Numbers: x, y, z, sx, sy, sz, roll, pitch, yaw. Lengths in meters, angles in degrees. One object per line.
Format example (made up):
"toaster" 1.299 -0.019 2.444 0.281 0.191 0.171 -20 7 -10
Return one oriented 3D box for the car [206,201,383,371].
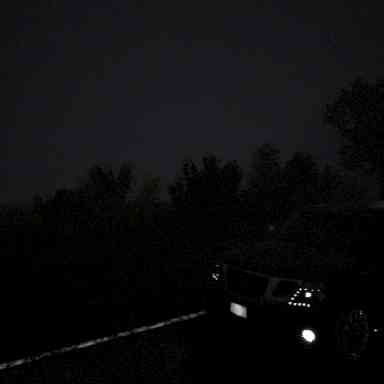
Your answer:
"car" 2.869 1.210 6.034 5.566 2.045 2.150 0 0 -35
